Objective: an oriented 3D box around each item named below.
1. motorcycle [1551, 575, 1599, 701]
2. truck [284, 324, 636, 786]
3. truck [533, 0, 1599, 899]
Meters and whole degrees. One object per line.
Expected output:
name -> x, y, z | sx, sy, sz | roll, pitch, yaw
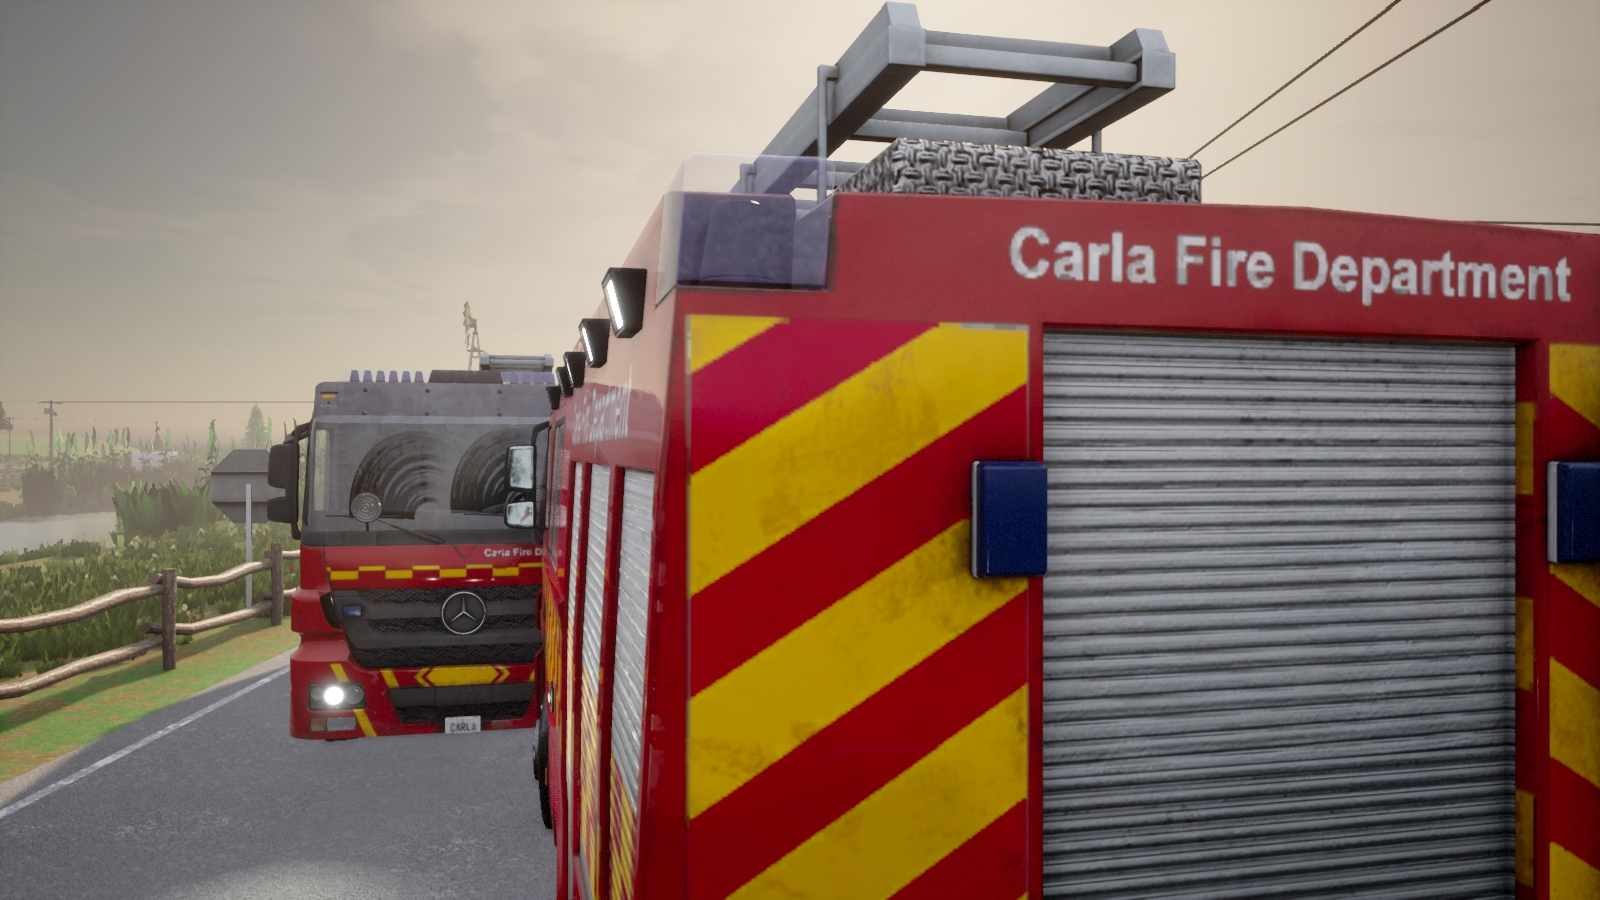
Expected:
motorcycle -> 9.797, 2.142, 13.150 | 1.805, 1.316, 0.856 | 0, 0, -7
truck -> -3.898, 0.862, 13.916 | 2.891, 3.827, 8.468 | 0, 0, -14
truck -> -0.039, 0.867, 6.872 | 2.891, 3.827, 8.468 | 0, 0, -14
